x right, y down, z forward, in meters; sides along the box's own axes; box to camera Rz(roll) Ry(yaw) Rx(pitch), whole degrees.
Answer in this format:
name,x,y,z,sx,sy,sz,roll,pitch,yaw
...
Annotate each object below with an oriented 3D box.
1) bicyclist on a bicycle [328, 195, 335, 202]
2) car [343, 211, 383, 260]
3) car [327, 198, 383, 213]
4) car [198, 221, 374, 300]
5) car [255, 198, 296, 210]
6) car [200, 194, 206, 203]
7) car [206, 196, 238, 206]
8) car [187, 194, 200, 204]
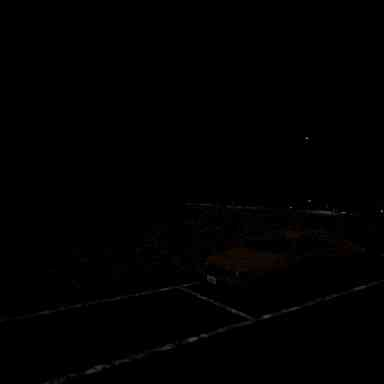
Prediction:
name,x,y,z,sx,sy,sz,roll,pitch,yaw
bicyclist on a bicycle,16.341,1.158,38.933,1.656,1.620,0.582,0,0,-34
car,7.156,1.547,11.673,4.507,1.381,1.887,0,1,-35
car,14.732,1.342,30.238,2.128,1.511,4.902,1,0,-34
car,2.395,1.527,8.370,4.829,1.417,1.752,0,1,-35
car,9.495,1.367,37.885,1.895,1.301,4.718,1,0,-34
car,0.583,1.103,56.545,2.128,1.511,4.902,1,0,-34
car,4.374,1.248,45.379,1.994,1.385,4.181,1,0,-34
car,-1.219,1.193,53.590,1.895,1.301,4.718,1,0,-34
